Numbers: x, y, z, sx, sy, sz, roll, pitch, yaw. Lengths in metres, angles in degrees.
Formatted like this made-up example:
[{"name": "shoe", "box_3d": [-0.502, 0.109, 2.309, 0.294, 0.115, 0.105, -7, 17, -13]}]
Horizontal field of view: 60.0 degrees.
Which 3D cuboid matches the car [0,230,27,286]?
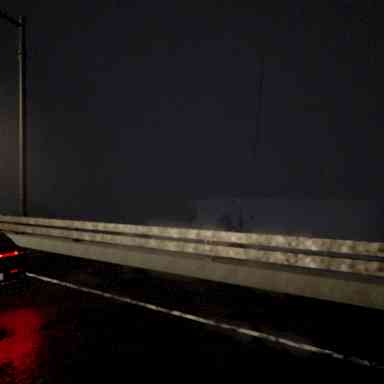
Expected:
[{"name": "car", "box_3d": [-6.043, 1.570, 8.354, 4.892, 1.490, 1.837, -1, 0, 36]}]
